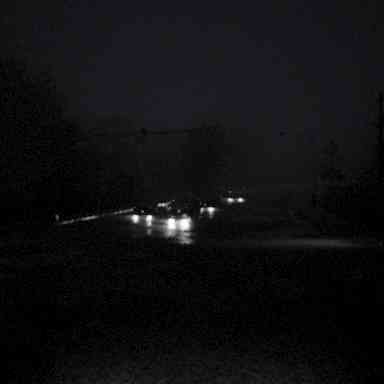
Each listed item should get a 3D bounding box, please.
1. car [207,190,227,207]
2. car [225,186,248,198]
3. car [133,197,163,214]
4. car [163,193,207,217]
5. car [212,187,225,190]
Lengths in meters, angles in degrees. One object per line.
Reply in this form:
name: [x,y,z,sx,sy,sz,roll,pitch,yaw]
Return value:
car: [2.188,0.872,38.402,2.033,1.411,5.357,0,3,17]
car: [7.182,-0.131,51.394,2.097,1.767,4.553,0,4,24]
car: [-3.566,1.184,30.550,2.033,1.411,5.357,0,2,13]
car: [-0.466,1.173,28.264,2.128,1.511,4.902,0,1,13]
car: [4.066,-0.004,53.008,1.837,1.490,4.892,0,4,24]
